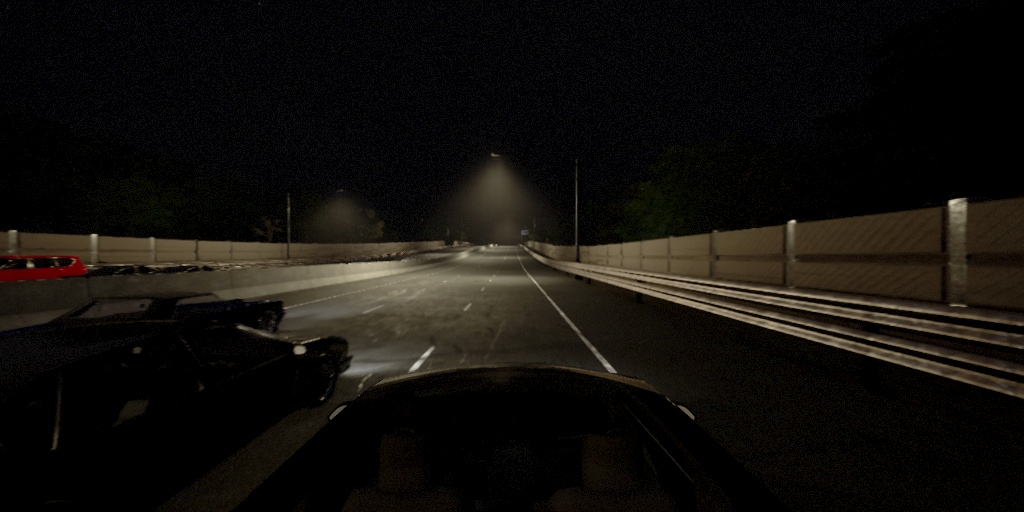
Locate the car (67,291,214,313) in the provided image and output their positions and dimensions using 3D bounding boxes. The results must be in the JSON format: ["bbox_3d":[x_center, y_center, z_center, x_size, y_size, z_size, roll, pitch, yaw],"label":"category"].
[{"bbox_3d":[-6.897,1.370,7.351,1.895,1.301,4.718,0,0,0],"label":"car"}]

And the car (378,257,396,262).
[{"bbox_3d":[-20.998,0.894,60.511,1.837,1.490,4.892,0,2,0],"label":"car"}]

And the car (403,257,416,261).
[{"bbox_3d":[-17.497,0.917,61.099,1.812,1.442,4.674,0,2,0],"label":"car"}]

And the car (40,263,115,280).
[{"bbox_3d":[-21.083,1.263,19.249,1.837,1.490,4.892,0,0,0],"label":"car"}]

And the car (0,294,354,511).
[{"bbox_3d":[-3.401,1.300,3.159,2.033,1.411,5.357,0,0,0],"label":"car"}]

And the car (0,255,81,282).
[{"bbox_3d":[-24.588,0.983,17.520,2.150,2.045,5.566,0,0,0],"label":"car"}]

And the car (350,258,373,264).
[{"bbox_3d":[-24.494,0.990,58.621,2.033,1.411,5.357,0,1,0],"label":"car"}]

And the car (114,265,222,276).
[{"bbox_3d":[-17.585,1.263,19.238,1.837,1.490,4.892,0,0,0],"label":"car"}]
